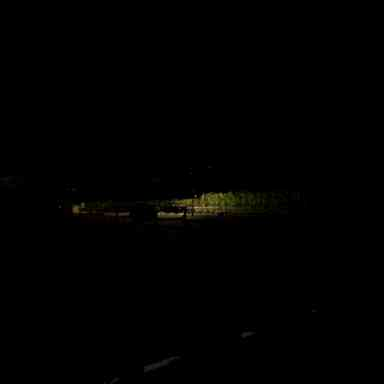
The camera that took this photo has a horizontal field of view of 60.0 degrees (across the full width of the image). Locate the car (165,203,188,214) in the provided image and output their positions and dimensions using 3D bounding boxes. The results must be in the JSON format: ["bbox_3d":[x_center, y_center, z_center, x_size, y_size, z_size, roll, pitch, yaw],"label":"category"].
[{"bbox_3d":[-2.913,3.037,61.199,2.150,2.045,5.566,2,-3,-35],"label":"car"}]
